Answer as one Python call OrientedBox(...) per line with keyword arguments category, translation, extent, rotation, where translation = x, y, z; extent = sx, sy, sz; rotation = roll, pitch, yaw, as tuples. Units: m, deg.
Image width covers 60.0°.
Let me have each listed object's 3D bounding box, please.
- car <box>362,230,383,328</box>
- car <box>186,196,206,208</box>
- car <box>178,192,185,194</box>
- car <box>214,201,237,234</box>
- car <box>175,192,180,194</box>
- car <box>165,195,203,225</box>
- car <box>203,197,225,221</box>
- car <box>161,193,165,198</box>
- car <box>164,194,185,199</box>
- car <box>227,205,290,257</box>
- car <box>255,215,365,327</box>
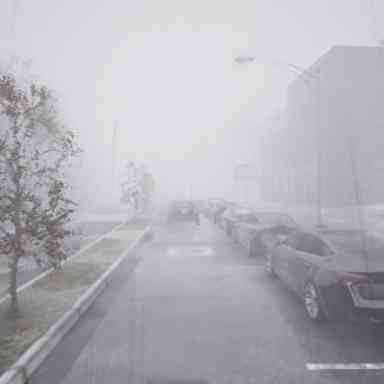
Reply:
OrientedBox(category="car", translation=(3.073, 1.353, 1.518), extent=(2.185, 1.767, 4.553), rotation=(1, 0, 0))
OrientedBox(category="car", translation=(0.487, 1.327, 46.072), extent=(2.097, 1.535, 5.008), rotation=(0, 0, -6))
OrientedBox(category="car", translation=(-0.886, 1.268, 57.310), extent=(1.946, 1.575, 5.366), rotation=(0, 0, -7))
OrientedBox(category="car", translation=(2.624, 1.473, 18.348), extent=(2.002, 1.452, 4.674), rotation=(0, 0, -2))
OrientedBox(category="car", translation=(-1.706, 1.232, 62.814), extent=(1.946, 1.575, 5.366), rotation=(0, 0, -8))
OrientedBox(category="car", translation=(-0.657, 1.282, 23.719), extent=(2.097, 1.767, 4.553), rotation=(0, 0, -3))
OrientedBox(category="car", translation=(1.996, 1.270, 29.433), extent=(2.185, 1.767, 4.553), rotation=(0, 0, -4))
OrientedBox(category="car", translation=(-6.013, 1.038, 84.672), extent=(1.946, 1.575, 5.366), rotation=(0, 1, -13))
OrientedBox(category="car", translation=(-2.099, 1.348, 42.000), extent=(2.128, 1.511, 4.902), rotation=(0, 0, -6))
OrientedBox(category="car", translation=(2.838, 1.479, 12.823), extent=(2.163, 1.488, 4.792), rotation=(0, 0, -2))
OrientedBox(category="car", translation=(2.985, 1.494, 7.140), extent=(2.163, 1.488, 4.792), rotation=(0, 0, -1))
